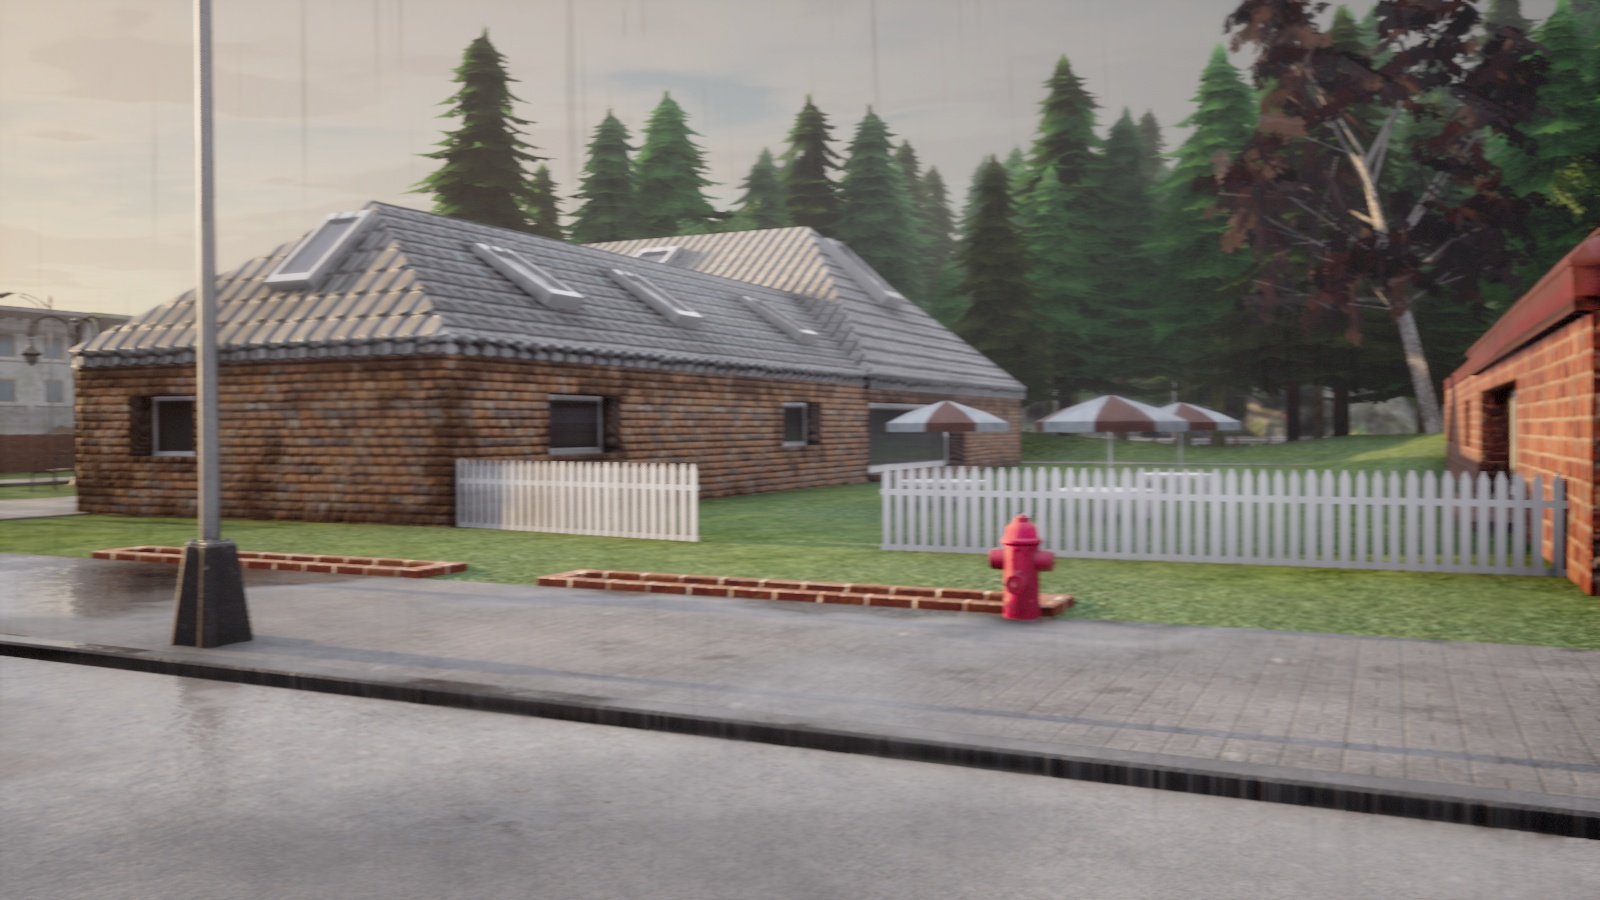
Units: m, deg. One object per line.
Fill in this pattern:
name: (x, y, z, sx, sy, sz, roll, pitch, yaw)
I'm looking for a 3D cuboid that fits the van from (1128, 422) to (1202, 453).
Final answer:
van: (24.219, -0.837, 83.302, 4.480, 2.038, 2.069, 1, 1, 25)
